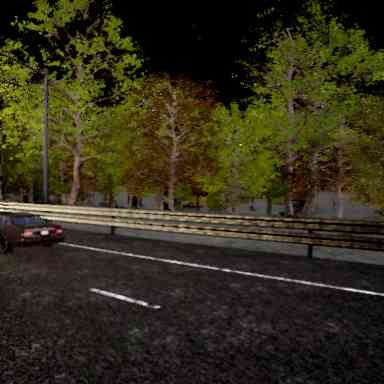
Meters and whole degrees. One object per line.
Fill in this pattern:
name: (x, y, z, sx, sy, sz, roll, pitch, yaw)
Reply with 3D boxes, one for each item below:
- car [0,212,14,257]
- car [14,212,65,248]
car: (-7.633, 1.211, 9.486, 5.566, 2.045, 2.150, 0, 0, 36)
car: (-7.437, 1.530, 13.655, 5.357, 1.411, 2.033, 0, 0, 36)
